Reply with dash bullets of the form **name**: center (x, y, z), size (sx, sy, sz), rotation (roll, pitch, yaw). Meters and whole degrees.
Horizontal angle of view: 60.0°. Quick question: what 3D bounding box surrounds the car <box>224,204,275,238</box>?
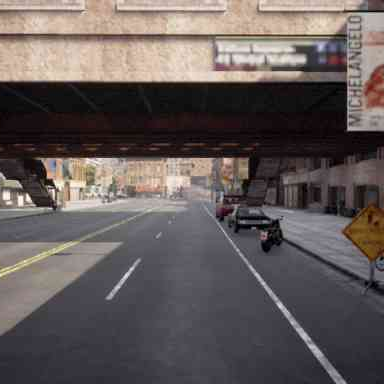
- **car**: center (3.225, 1.592, 19.584), size (1.895, 1.301, 4.718), rotation (0, 0, 0)

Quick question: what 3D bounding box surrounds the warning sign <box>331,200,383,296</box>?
- **warning sign**: center (3.800, 1.112, 7.032), size (1.300, 1.860, 1.060), rotation (0, 0, 0)

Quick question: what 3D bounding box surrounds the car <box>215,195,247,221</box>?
- **car**: center (3.180, 1.226, 26.981), size (2.435, 2.045, 5.566), rotation (0, 0, 0)
